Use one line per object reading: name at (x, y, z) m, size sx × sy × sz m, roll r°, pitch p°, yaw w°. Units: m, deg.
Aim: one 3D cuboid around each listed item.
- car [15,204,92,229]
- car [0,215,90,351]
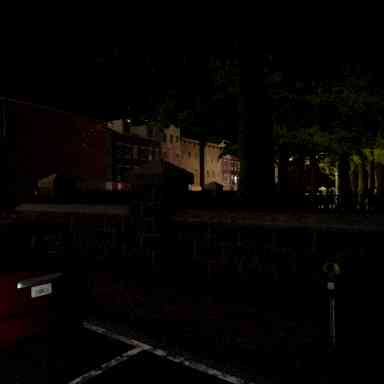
car at (-9.369, 1.583, 22.910) m, size 1.812 × 1.442 × 4.674 m, roll -1°, pitch -1°, yaw 35°
car at (-3.830, 1.318, 5.564) m, size 5.009 × 1.841 × 2.192 m, roll 0°, pitch -1°, yaw 36°
